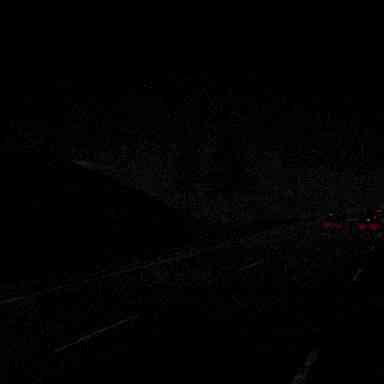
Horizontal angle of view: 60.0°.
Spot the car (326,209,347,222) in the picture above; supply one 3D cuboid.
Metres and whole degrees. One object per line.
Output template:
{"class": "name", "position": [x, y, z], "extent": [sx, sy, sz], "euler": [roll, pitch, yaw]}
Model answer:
{"class": "car", "position": [17.284, 2.795, 39.701], "extent": [2.128, 1.511, 4.902], "euler": [-2, -3, 32]}

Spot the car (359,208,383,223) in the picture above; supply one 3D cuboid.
{"class": "car", "position": [20.071, 2.776, 37.552], "extent": [1.895, 1.301, 4.718], "euler": [-2, -3, 32]}

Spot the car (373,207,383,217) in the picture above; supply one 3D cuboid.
{"class": "car", "position": [28.681, 3.091, 51.428], "extent": [1.837, 1.490, 4.892], "euler": [-2, -3, 32]}
